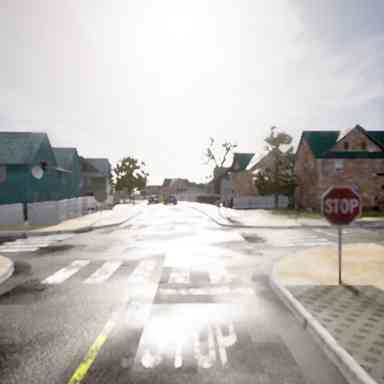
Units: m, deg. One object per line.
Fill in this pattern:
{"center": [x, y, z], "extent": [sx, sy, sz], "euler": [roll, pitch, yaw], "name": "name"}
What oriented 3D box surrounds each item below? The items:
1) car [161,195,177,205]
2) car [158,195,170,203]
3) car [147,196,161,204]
{"center": [-3.878, 1.364, 59.211], "extent": [2.097, 1.767, 4.553], "euler": [0, 0, -10], "name": "car"}
{"center": [-5.838, 1.489, 69.142], "extent": [1.882, 1.535, 5.008], "euler": [0, -1, -12], "name": "car"}
{"center": [-7.352, 1.541, 62.882], "extent": [1.837, 1.490, 4.892], "euler": [0, 0, -10], "name": "car"}
